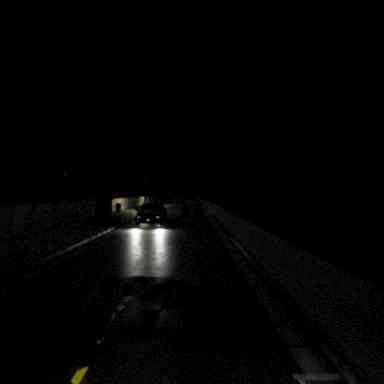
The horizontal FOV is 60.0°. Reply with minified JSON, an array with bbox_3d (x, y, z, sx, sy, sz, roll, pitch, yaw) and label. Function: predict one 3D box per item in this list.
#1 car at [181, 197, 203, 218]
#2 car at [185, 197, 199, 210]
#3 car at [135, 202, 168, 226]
[{"bbox_3d":[0.010,1.471,30.607,1.882,1.535,5.008,0,0,0],"label":"car"},{"bbox_3d":[0.047,1.526,45.689,1.837,1.490,4.892,0,0,0],"label":"car"},{"bbox_3d":[-2.755,1.509,23.186,1.837,1.490,4.892,0,0,0],"label":"car"}]
